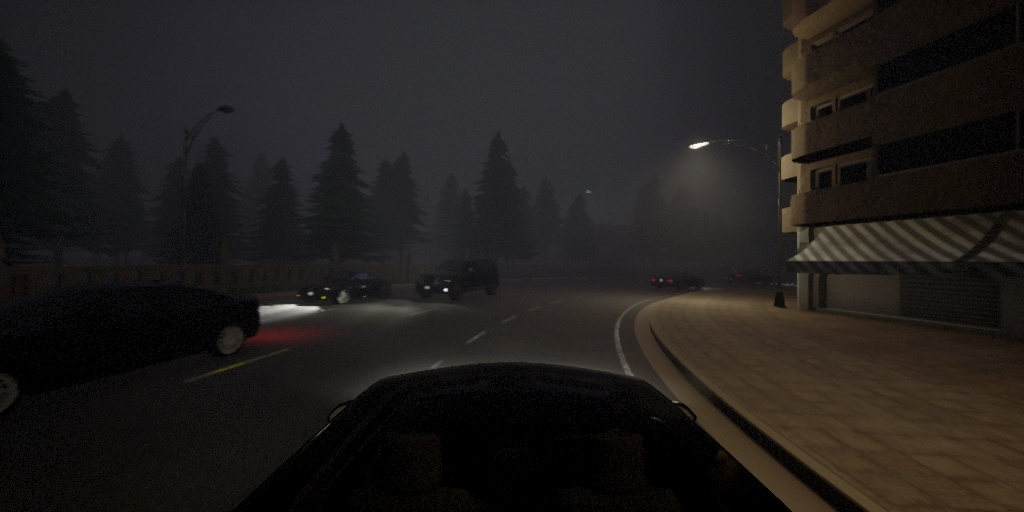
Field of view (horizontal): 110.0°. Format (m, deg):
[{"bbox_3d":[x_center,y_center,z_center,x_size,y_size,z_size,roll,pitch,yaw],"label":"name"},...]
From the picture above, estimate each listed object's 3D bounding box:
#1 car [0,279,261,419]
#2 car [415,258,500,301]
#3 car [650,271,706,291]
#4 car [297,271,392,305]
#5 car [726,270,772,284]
[{"bbox_3d":[-6.621,1.171,5.742,1.882,1.535,5.008,1,-1,8],"label":"car"},{"bbox_3d":[-2.679,1.154,19.204,2.150,2.045,5.566,1,0,28],"label":"car"},{"bbox_3d":[12.682,1.842,27.291,5.357,1.411,2.033,2,-1,-38],"label":"car"},{"bbox_3d":[-7.536,1.385,16.544,1.994,1.385,4.181,1,-1,21],"label":"car"},{"bbox_3d":[24.158,2.131,36.585,4.674,1.442,1.812,1,-1,-16],"label":"car"}]
